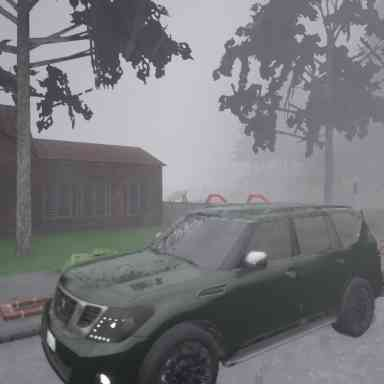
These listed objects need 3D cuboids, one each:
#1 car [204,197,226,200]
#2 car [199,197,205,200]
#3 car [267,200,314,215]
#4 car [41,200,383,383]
[{"bbox_3d":[4.182,1.628,44.828,1.895,1.301,4.718,0,0,-35],"label":"car"},{"bbox_3d":[2.353,1.578,54.426,2.033,1.411,5.357,0,0,-36],"label":"car"},{"bbox_3d":[10.557,1.627,35.887,1.895,1.301,4.718,0,0,-36],"label":"car"},{"bbox_3d":[0.759,1.225,5.137,5.566,2.045,2.150,0,0,-35],"label":"car"}]
